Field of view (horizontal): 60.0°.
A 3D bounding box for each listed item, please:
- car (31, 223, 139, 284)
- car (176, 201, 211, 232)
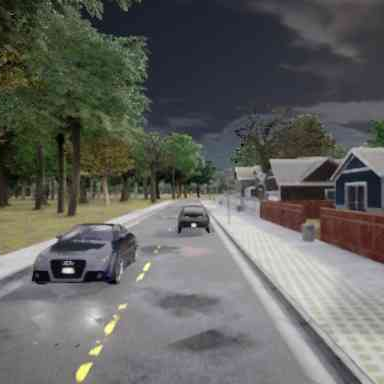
[{"bbox_3d":[-2.771,1.590,9.495,1.994,1.385,4.181,0,0,1],"label":"car"},{"bbox_3d":[0.102,1.558,20.450,1.837,1.490,4.892,0,0,0],"label":"car"}]
